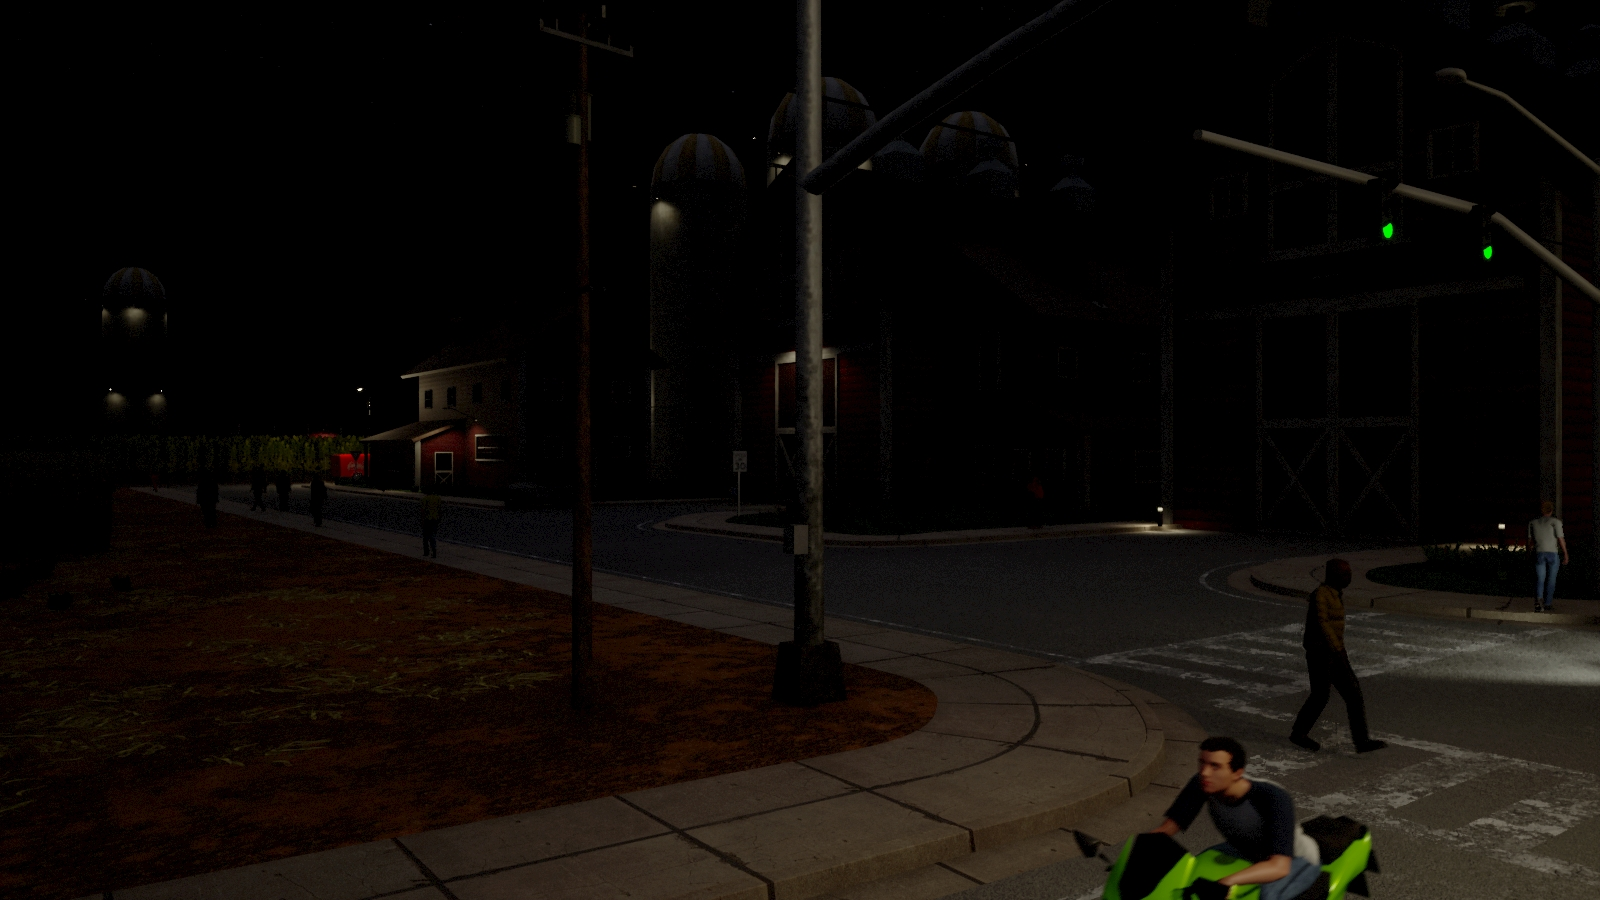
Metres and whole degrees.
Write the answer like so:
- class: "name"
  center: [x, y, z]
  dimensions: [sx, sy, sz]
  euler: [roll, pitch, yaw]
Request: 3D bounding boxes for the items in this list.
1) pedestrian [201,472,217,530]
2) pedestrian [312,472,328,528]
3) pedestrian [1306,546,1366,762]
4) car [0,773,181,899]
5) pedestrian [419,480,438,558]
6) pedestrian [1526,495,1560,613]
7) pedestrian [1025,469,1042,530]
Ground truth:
- class: "pedestrian"
  center: [-19.409, 1.667, 37.538]
  dimensions: [0.375, 1.860, 0.375]
  euler: [0, 0, -43]
- class: "pedestrian"
  center: [-16.044, 1.665, 38.206]
  dimensions: [0.375, 1.860, 0.375]
  euler: [0, 0, 3]
- class: "pedestrian"
  center: [4.850, 1.825, 10.341]
  dimensions: [0.375, 1.860, 0.375]
  euler: [0, 0, -41]
- class: "car"
  center: [-3.384, 1.906, 1.453]
  dimensions: [4.553, 1.767, 2.097]
  euler: [0, 0, -35]
- class: "pedestrian"
  center: [-9.046, 1.665, 27.819]
  dimensions: [0.375, 1.860, 0.375]
  euler: [0, 0, -33]
- class: "pedestrian"
  center: [11.973, 1.658, 18.412]
  dimensions: [0.375, 1.860, 0.375]
  euler: [0, 0, -44]
- class: "pedestrian"
  center: [7.206, 1.534, 35.238]
  dimensions: [0.375, 1.860, 0.375]
  euler: [0, 0, -21]
